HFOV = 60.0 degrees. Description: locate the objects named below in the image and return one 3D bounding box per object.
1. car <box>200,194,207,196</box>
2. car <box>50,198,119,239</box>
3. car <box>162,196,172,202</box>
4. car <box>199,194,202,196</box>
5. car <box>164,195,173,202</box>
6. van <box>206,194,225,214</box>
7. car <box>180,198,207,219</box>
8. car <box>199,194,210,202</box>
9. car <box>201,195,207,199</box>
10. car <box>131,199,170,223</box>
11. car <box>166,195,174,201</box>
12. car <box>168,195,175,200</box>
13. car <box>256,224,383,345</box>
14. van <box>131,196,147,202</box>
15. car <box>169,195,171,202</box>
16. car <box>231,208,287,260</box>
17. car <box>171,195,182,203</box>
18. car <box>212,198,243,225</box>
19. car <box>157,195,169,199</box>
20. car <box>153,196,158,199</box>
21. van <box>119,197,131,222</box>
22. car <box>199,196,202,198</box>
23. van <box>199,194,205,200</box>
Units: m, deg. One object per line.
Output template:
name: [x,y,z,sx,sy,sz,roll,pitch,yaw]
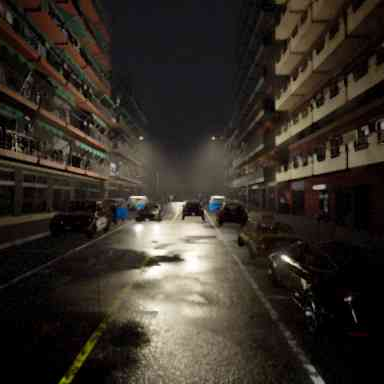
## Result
car: [2.700,1.563,57.547,1.947,1.339,4.313,1,0,0]
car: [-5.672,1.312,17.693,2.192,1.841,5.009,1,0,0]
car: [-5.649,1.545,74.539,1.887,1.381,4.507,1,0,0]
car: [2.701,1.440,68.916,1.967,1.590,4.097,1,0,0]
car: [-5.648,1.528,80.054,1.752,1.417,4.829,1,0,0]
van: [2.705,1.336,34.808,1.690,1.788,3.998,1,0,0]
car: [0.096,1.521,28.495,1.812,1.442,4.674,0,0,0]
car: [2.703,1.316,74.600,2.192,1.841,5.009,1,0,0]
car: [2.700,1.578,51.862,1.802,1.307,4.206,1,0,0]
car: [-3.102,1.543,25.651,2.033,1.411,5.357,0,0,0]
car: [-5.649,1.549,85.909,1.887,1.381,4.507,1,0,0]
car: [-5.650,1.532,91.424,1.752,1.417,4.829,1,0,0]
car: [2.704,1.565,6.384,1.947,1.339,4.313,1,0,0]
van: [-5.680,1.336,34.747,1.690,1.788,3.998,1,0,0]
car: [-5.648,1.564,63.170,1.947,1.339,4.313,1,0,0]
car: [2.704,1.523,12.239,1.752,1.417,4.829,1,0,0]
car: [-3.006,1.519,68.239,1.812,1.442,4.674,0,0,0]
car: [2.705,1.436,23.438,1.967,1.590,4.097,1,0,0]
car: [-5.645,1.437,57.486,1.967,1.590,4.097,1,0,0]
car: [-5.669,1.546,40.432,2.008,1.369,4.403,1,0,0]
van: [-5.673,1.337,23.377,1.690,1.788,3.998,1,0,0]
car: [0.097,1.596,46.021,1.895,1.301,4.718,0,0,0]
van: [2.700,1.348,91.655,1.690,1.788,3.998,1,0,0]
